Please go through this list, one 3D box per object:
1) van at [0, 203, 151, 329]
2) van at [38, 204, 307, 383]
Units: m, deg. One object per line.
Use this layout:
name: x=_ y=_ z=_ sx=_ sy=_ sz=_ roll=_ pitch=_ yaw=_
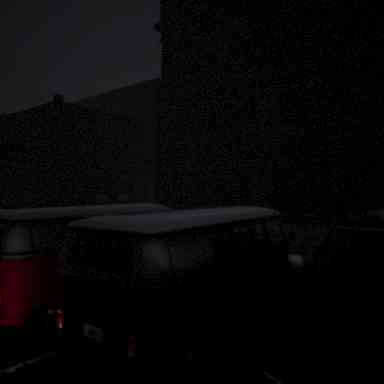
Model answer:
van: x=-1.966 y=1.253 z=6.904 sx=1.878 sy=1.987 sz=4.442 roll=0 pitch=0 yaw=36
van: x=0.193 y=1.255 z=5.361 sx=1.878 sy=1.987 sz=4.442 roll=0 pitch=0 yaw=36
